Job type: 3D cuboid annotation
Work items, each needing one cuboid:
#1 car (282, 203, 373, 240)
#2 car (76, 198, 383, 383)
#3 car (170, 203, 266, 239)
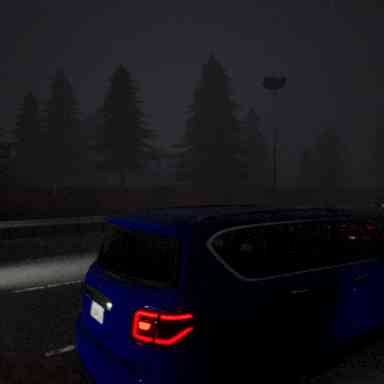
[{"bbox_3d":[7.180,1.407,17.466,4.902,1.511,2.128,0,0,-35],"label":"car"},{"bbox_3d":[1.295,1.202,4.671,5.566,2.045,2.150,0,0,-35],"label":"car"},{"bbox_3d":[1.482,1.417,17.700,5.008,1.535,1.882,0,0,-35],"label":"car"}]
